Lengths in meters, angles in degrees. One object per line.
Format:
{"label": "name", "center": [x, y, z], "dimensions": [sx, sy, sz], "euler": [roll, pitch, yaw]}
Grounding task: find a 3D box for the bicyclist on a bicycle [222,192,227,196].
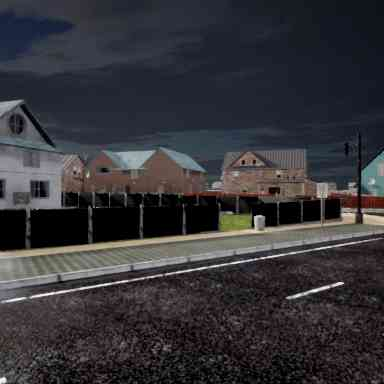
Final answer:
{"label": "bicyclist on a bicycle", "center": [3.783, 0.794, 38.689], "dimensions": [0.582, 1.620, 1.656], "euler": [1, 1, 19]}
